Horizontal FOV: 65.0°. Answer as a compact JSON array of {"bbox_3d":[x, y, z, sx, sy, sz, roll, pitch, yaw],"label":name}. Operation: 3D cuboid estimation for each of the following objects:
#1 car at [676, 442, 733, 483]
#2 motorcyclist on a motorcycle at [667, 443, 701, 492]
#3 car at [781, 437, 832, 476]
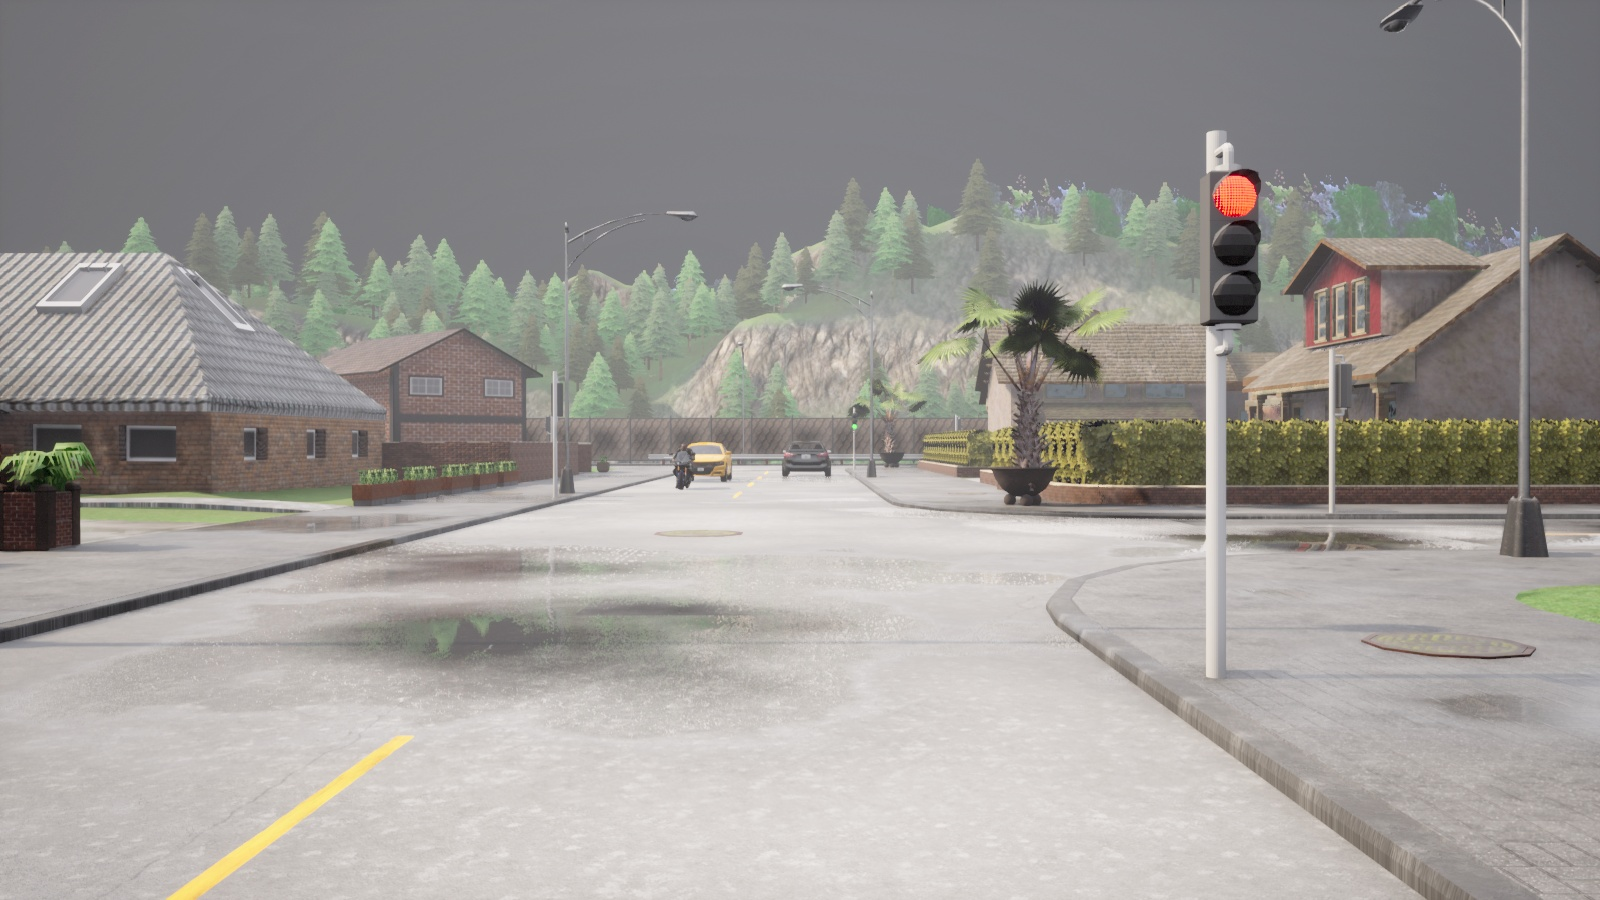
[{"bbox_3d":[-3.719,0.439,49.599,1.882,1.535,5.008,0,0,0],"label":"car"},{"bbox_3d":[-3.750,0.547,40.694,0.866,1.530,2.191,0,0,1],"label":"motorcyclist on a motorcycle"},{"bbox_3d":[0.312,0.268,56.977,2.242,1.667,4.611,0,0,1],"label":"car"}]
